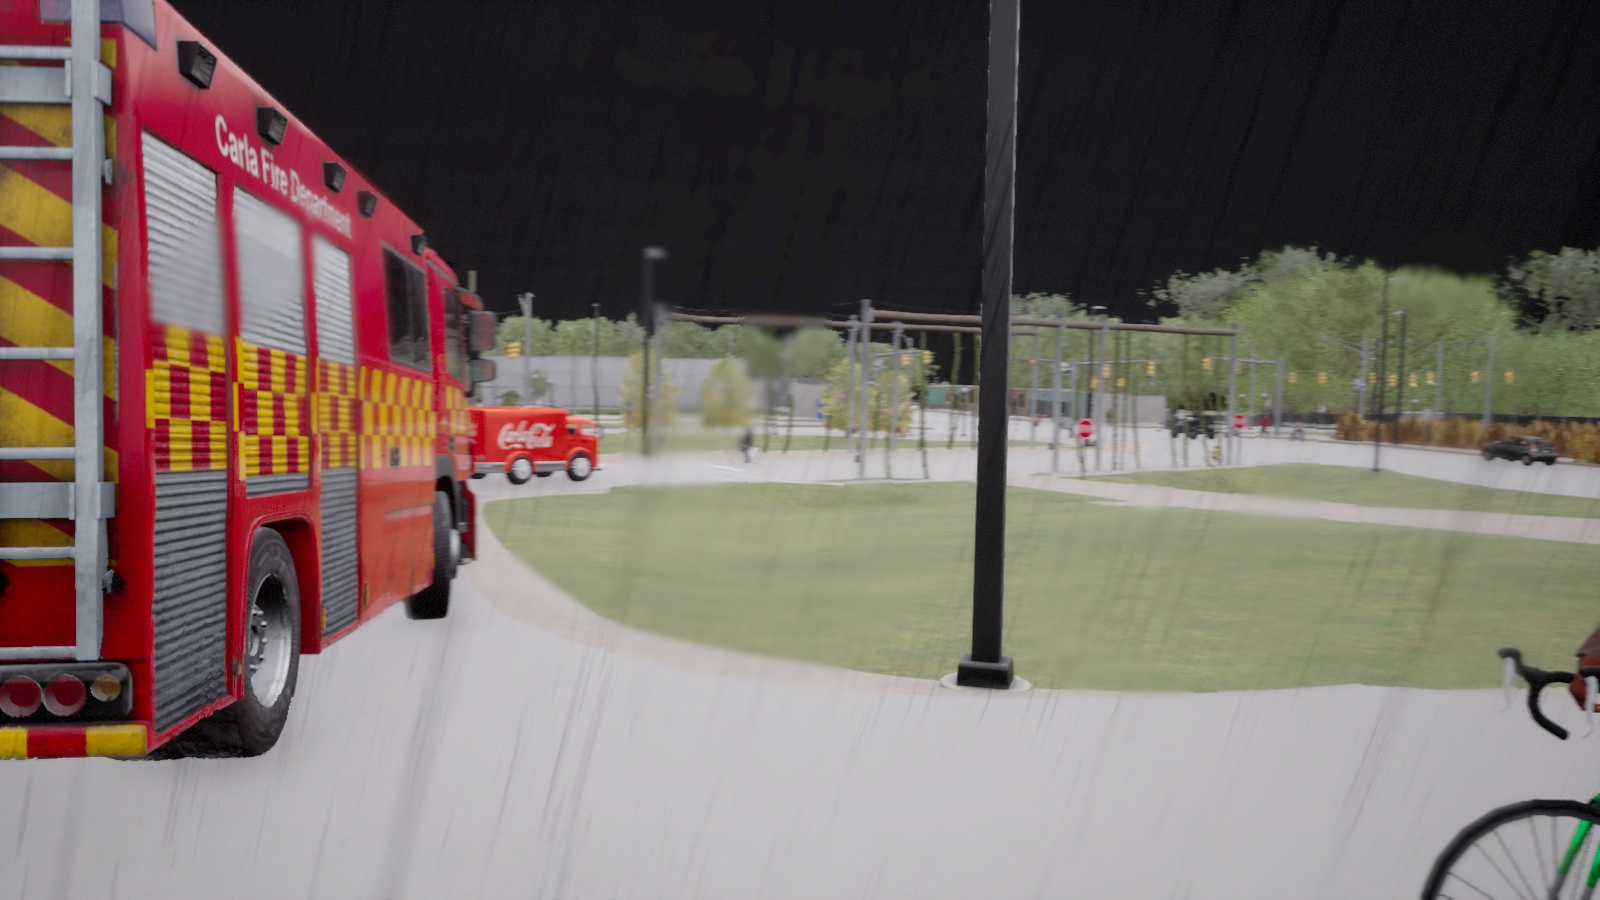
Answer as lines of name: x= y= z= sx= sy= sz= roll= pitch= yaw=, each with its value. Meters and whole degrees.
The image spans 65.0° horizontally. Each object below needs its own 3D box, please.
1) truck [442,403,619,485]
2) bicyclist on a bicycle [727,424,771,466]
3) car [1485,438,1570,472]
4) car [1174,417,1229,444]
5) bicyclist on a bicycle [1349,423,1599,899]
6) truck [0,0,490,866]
truck: x=-8.885 y=-0.242 z=41.813 sx=2.627 sy=2.467 sz=5.204 roll=5 pitch=4 yaw=39
bicyclist on a bicycle: x=-2.216 y=-0.232 z=54.940 sx=1.843 sy=1.776 sz=0.659 roll=0 pitch=4 yaw=-43
car: x=41.153 y=0.264 z=71.123 sx=1.851 sy=1.617 sz=3.988 roll=0 pitch=4 yaw=-13
car: x=29.988 y=-1.504 z=93.878 sx=1.905 sy=1.878 sz=3.866 roll=0 pitch=3 yaw=-19
bicyclist on a bicycle: x=2.313 y=0.770 z=3.104 sx=1.656 sy=1.620 sz=0.582 roll=2 pitch=1 yaw=-7
truck: x=-4.240 y=-0.407 z=8.708 sx=2.891 sy=3.827 sz=8.468 roll=0 pitch=0 yaw=-6
